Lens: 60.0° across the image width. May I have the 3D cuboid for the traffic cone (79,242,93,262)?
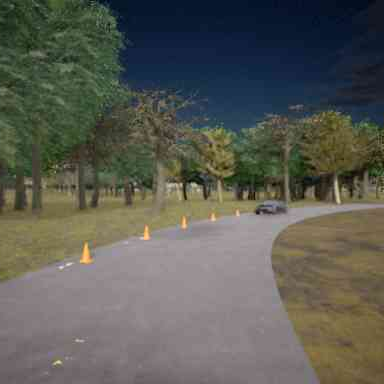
[{"bbox_3d":[-3.349,1.896,10.533,0.340,0.580,0.340,0,0,11],"label":"traffic cone"}]

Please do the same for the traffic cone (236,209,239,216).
[{"bbox_3d":[4.114,1.857,29.910,0.340,0.580,0.340,1,1,31],"label":"traffic cone"}]

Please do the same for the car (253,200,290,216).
[{"bbox_3d":[7.731,1.449,31.774,2.033,1.411,5.357,1,1,35],"label":"car"}]
